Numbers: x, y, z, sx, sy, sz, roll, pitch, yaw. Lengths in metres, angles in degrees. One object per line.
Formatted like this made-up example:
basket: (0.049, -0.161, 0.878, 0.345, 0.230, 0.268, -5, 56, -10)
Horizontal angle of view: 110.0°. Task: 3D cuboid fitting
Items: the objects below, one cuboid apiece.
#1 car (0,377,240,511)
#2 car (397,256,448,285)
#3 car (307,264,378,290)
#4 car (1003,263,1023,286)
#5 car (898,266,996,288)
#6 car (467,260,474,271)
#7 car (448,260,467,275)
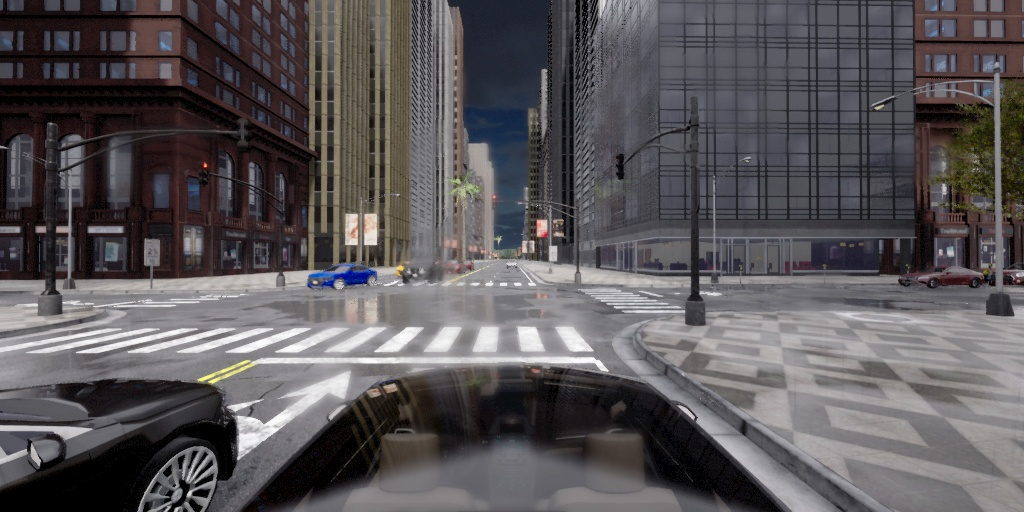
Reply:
car: (-3.138, 1.241, 0.967, 2.128, 1.511, 4.902, 0, 0, -1)
car: (-6.662, 1.020, 27.407, 2.150, 2.045, 5.566, 0, 0, -1)
car: (-10.673, 1.264, 22.967, 1.882, 1.535, 5.008, 1, 0, 14)
car: (32.056, 1.118, 22.178, 4.097, 1.591, 1.967, 0, 0, -1)
car: (26.418, 1.276, 22.078, 4.207, 1.307, 1.802, 0, 0, -1)
car: (-6.699, 1.361, 53.027, 1.882, 1.535, 5.008, 0, 0, 0)
car: (-6.677, 1.187, 40.498, 2.097, 1.767, 4.553, 0, 0, 0)
